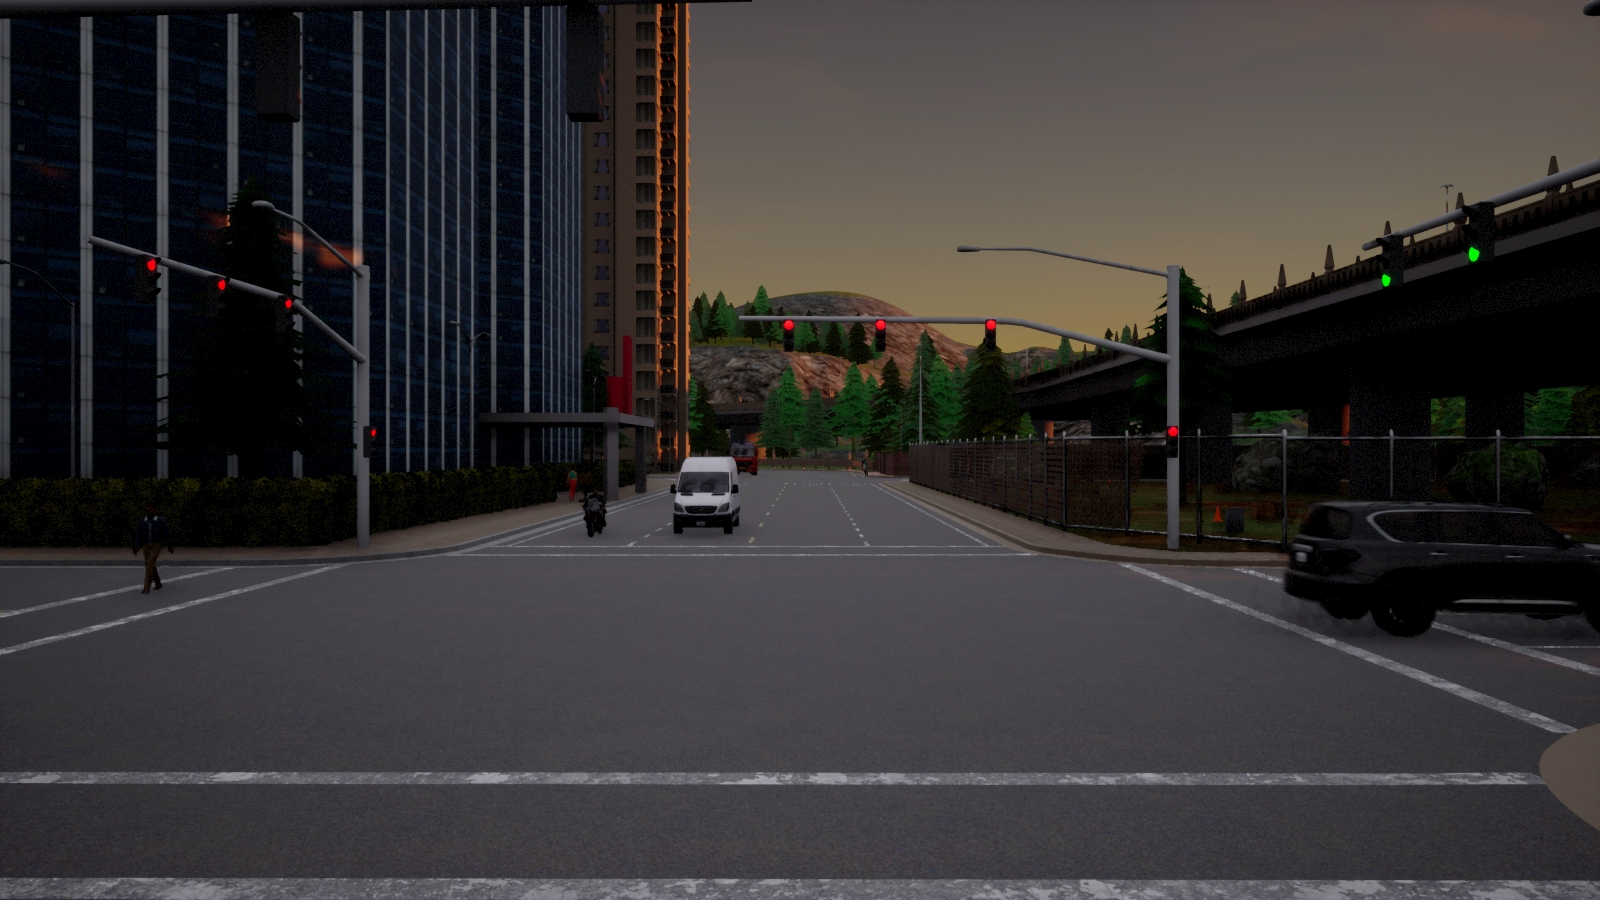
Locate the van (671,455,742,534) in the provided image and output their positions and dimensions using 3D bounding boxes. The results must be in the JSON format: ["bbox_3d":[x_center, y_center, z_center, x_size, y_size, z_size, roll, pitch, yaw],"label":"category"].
[{"bbox_3d":[-3.226,1.479,40.346,1.988,2.561,5.915,0,0,0],"label":"van"}]

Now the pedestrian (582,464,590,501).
[{"bbox_3d":[-10.775,1.642,57.439,0.375,1.860,0.375,0,0,-16],"label":"pedestrian"}]

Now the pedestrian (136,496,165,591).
[{"bbox_3d":[-12.920,1.848,22.734,0.375,1.860,0.375,0,0,-8],"label":"pedestrian"}]

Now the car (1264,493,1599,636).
[{"bbox_3d":[10.663,1.772,18.324,5.566,2.045,2.150,0,0,0],"label":"car"}]

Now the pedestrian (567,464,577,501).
[{"bbox_3d":[-11.643,1.641,58.346,0.375,1.860,0.375,0,0,2],"label":"pedestrian"}]

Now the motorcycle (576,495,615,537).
[{"bbox_3d":[-6.735,2.150,37.693,0.867,1.251,2.209,0,0,0],"label":"motorcycle"}]
